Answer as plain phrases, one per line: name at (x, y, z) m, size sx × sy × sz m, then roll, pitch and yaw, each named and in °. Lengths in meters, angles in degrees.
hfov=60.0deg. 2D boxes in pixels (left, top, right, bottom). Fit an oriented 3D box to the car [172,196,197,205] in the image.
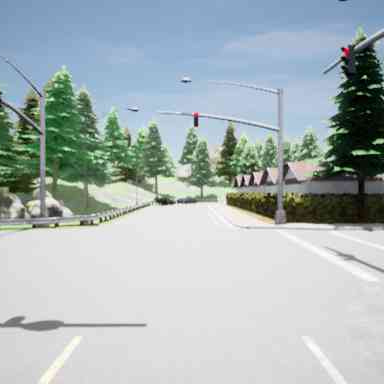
car at (-0.961, 1.455, 59.472) m, size 1.994 × 1.385 × 4.181 m, roll 0°, pitch 0°, yaw 36°
